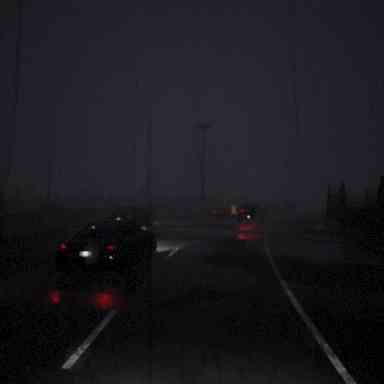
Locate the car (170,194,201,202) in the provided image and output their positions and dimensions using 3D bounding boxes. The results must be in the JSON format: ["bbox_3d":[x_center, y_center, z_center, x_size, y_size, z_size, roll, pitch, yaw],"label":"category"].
[{"bbox_3d":[-1.279,1.399,54.092,2.150,2.045,5.566,0,-1,33],"label":"car"}]

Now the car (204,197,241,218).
[{"bbox_3d":[2.833,1.539,31.090,1.882,1.535,5.008,0,0,21],"label":"car"}]

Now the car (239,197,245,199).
[{"bbox_3d":[8.801,1.701,62.482,2.033,1.411,5.357,0,0,35],"label":"car"}]

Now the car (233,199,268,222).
[{"bbox_3d":[4.902,1.554,26.579,1.837,1.490,4.892,0,0,19],"label":"car"}]

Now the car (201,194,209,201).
[{"bbox_3d":[1.332,1.473,64.065,2.150,2.045,5.566,0,-1,35],"label":"car"}]

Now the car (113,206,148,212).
[{"bbox_3d":[-3.909,1.585,21.521,1.994,1.385,4.181,0,0,13],"label":"car"}]

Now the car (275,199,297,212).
[{"bbox_3d":[11.610,1.639,41.235,1.812,1.442,4.674,0,0,30],"label":"car"}]

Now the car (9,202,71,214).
[{"bbox_3d":[-10.734,1.494,23.819,1.882,1.535,5.008,0,0,15],"label":"car"}]

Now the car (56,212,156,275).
[{"bbox_3d":[-2.478,1.565,10.548,1.994,1.385,4.181,0,0,7],"label":"car"}]
